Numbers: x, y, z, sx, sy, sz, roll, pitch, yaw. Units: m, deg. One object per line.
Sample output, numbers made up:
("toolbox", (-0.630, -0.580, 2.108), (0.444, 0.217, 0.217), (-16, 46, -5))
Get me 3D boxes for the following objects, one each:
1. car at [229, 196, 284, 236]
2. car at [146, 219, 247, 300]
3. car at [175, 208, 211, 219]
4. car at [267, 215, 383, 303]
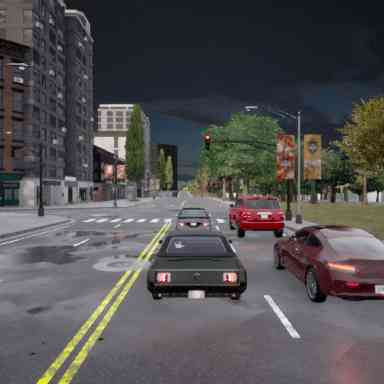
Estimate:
("car", (3.317, 1.217, 17.898), (2.150, 2.045, 5.566), (0, 0, 0))
("car", (0.085, 1.599, 8.346), (1.895, 1.301, 4.718), (0, 0, 0))
("car", (0.068, 1.543, 17.938), (2.033, 1.411, 5.357), (0, 0, 0))
("car", (3.338, 1.524, 8.085), (1.812, 1.442, 4.674), (0, 0, 0))
